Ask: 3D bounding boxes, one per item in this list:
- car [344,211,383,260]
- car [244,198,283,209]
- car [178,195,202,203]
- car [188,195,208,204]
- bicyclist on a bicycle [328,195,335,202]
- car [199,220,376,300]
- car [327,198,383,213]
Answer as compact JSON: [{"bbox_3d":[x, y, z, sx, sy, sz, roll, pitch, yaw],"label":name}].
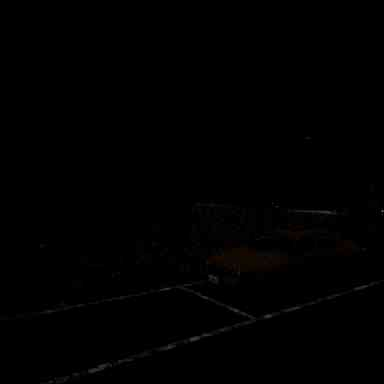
[{"bbox_3d":[7.196,1.547,11.688,4.507,1.381,1.887,0,1,-35],"label":"car"},{"bbox_3d":[8.421,1.349,39.560,1.895,1.301,4.718,1,0,-34],"label":"car"},{"bbox_3d":[-0.376,1.195,58.003,1.895,1.301,4.718,1,0,-34],"label":"car"},{"bbox_3d":[0.619,1.183,51.001,1.994,1.385,4.181,1,0,-34],"label":"car"},{"bbox_3d":[16.404,1.158,38.940,1.656,1.620,0.582,0,0,-34],"label":"bicyclist on a bicycle"},{"bbox_3d":[2.432,1.527,8.389,4.829,1.417,1.752,0,1,-35],"label":"car"},{"bbox_3d":[14.788,1.342,30.247,2.128,1.511,4.902,1,0,-34],"label":"car"}]
